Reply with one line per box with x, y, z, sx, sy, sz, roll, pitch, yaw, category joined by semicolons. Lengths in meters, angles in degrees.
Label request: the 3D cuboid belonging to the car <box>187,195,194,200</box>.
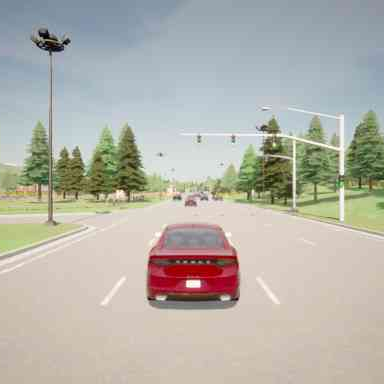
-0.346;1.427;94.042;1.895;1.301;4.718;0;0;0;car

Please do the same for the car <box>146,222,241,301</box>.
0.032;1.478;8.377;1.882;1.535;5.008;0;0;0;car

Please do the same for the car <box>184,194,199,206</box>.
-0.194;1.525;52.979;1.812;1.442;4.674;0;0;0;car

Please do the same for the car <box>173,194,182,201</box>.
-3.807;1.469;83.579;1.882;1.535;5.008;0;0;0;car

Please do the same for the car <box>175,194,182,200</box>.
-3.846;1.310;93.999;1.882;1.535;5.008;0;0;0;car

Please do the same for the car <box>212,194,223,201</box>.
6.693;1.516;83.618;2.128;1.511;4.902;0;0;0;car

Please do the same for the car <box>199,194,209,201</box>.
3.191;1.516;84.022;1.812;1.442;4.674;0;0;0;car

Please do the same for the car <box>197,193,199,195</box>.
3.154;1.357;94.025;2.128;1.511;4.902;0;0;0;car

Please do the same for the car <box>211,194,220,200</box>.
6.654;1.372;94.038;2.033;1.411;5.357;0;0;0;car
